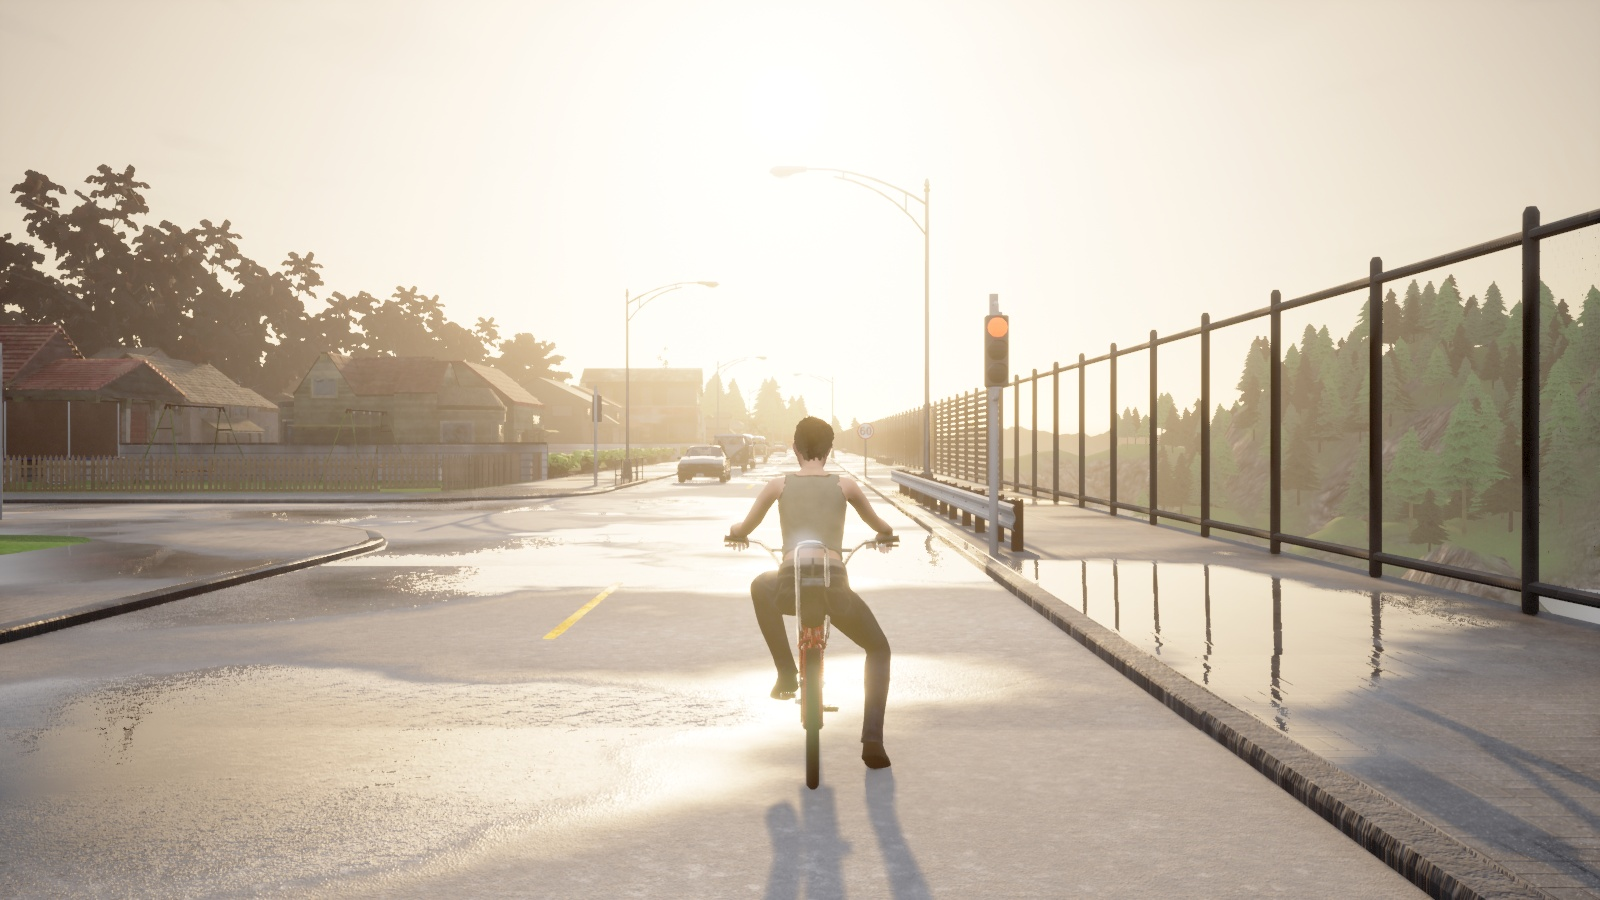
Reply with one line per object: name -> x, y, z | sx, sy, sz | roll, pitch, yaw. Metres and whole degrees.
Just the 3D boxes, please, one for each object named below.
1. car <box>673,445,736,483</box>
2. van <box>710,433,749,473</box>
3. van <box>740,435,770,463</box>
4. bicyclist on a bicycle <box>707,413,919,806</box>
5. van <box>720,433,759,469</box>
car -> -3.690, 0.513, 49.200 | 2.033, 1.411, 5.357 | 0, 0, 0
van -> -3.597, 0.131, 64.813 | 1.775, 1.987, 4.442 | 0, 0, 0
van -> -3.422, -0.072, 95.535 | 2.069, 2.038, 4.480 | 0, 0, 0
bicyclist on a bicycle -> 0.056, 0.650, 5.898 | 0.866, 1.612, 1.509 | 0, 0, 0
van -> -3.543, 0.049, 73.999 | 2.069, 2.038, 4.480 | 0, 0, 0
